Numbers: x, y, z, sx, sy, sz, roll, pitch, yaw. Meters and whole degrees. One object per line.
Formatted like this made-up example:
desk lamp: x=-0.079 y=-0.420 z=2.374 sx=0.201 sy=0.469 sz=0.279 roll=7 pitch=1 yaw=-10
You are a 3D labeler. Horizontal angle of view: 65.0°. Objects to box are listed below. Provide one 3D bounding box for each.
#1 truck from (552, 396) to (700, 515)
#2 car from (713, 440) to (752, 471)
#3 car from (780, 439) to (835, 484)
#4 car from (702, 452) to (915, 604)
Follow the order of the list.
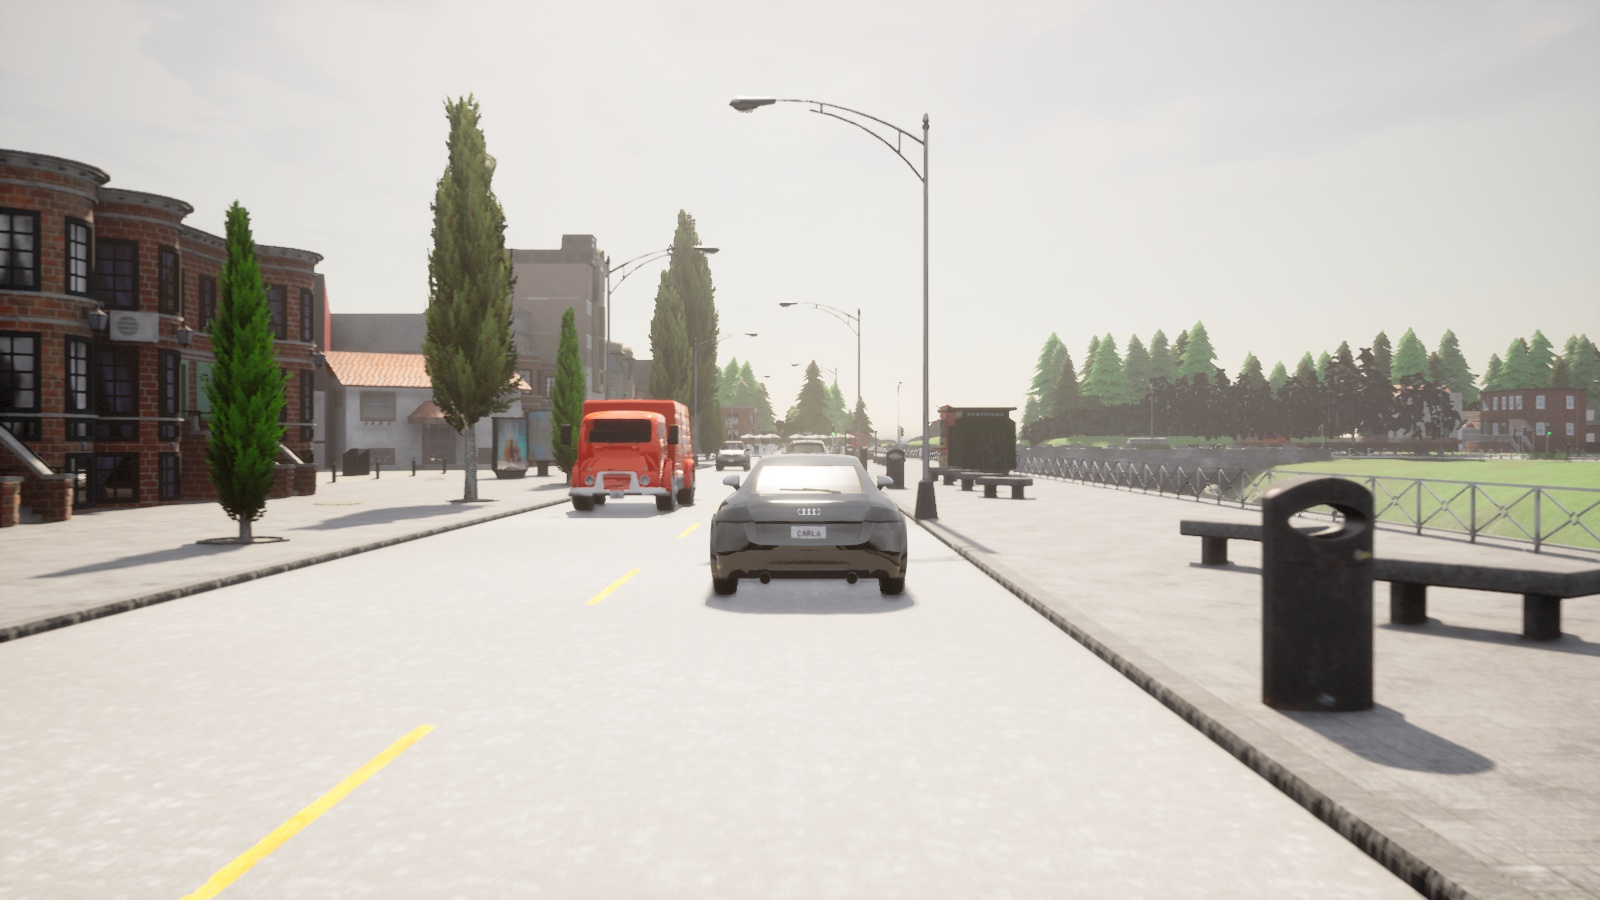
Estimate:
truck: x=-3.825 y=0.095 z=28.730 sx=2.627 sy=2.467 sz=5.204 roll=0 pitch=0 yaw=0
car: x=-3.609 y=0.260 z=67.741 sx=1.851 sy=1.617 sz=3.988 roll=0 pitch=0 yaw=0
car: x=0.282 y=0.405 z=48.277 sx=2.033 sy=1.649 sz=4.856 roll=0 pitch=0 yaw=0
car: x=0.092 y=0.732 z=13.829 sx=1.994 sy=1.385 sz=4.181 roll=0 pitch=0 yaw=0
